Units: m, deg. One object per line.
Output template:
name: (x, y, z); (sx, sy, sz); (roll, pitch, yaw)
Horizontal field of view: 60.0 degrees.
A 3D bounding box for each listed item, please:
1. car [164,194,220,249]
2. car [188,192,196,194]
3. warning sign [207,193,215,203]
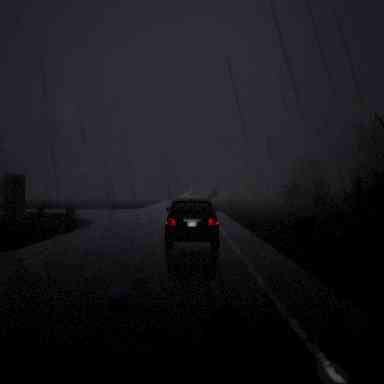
car: (0.000, 1.255, 14.681); (2.150, 2.045, 5.566); (0, 0, 0)
car: (0.001, 1.123, 79.147); (2.150, 2.045, 5.566); (0, 0, 0)
warning sign: (3.560, 1.097, 62.601); (1.300, 1.860, 1.060); (1, 1, 0)
